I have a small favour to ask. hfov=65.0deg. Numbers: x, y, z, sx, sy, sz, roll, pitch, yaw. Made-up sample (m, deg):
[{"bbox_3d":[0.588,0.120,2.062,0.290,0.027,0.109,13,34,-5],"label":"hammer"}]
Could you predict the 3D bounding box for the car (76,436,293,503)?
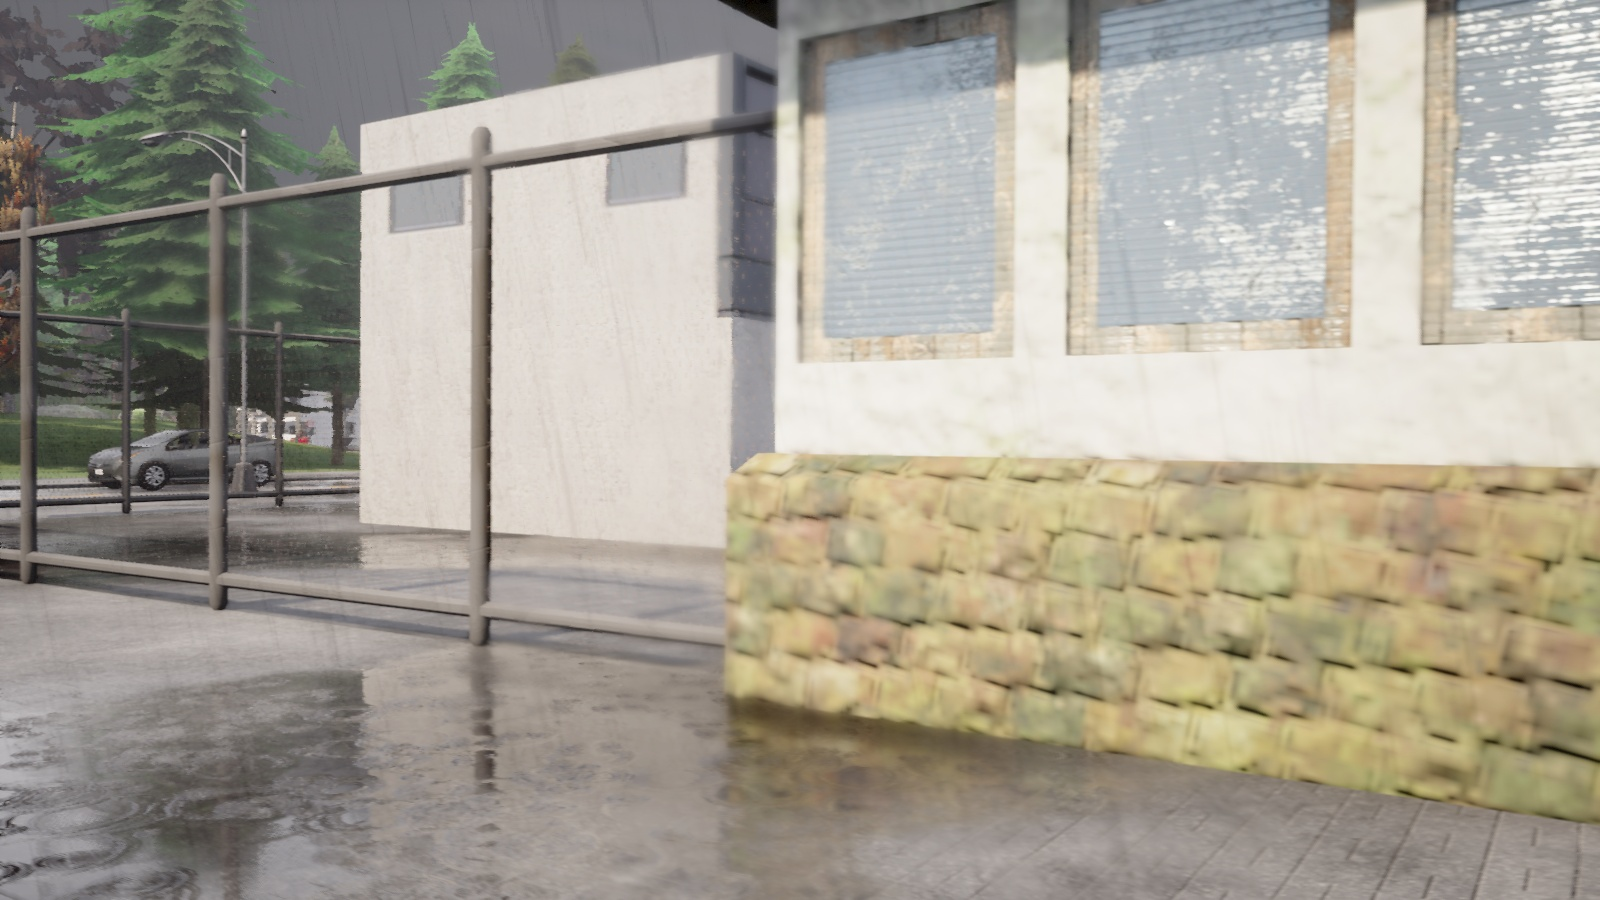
[{"bbox_3d":[-15.427,0.442,31.709,2.007,1.525,4.514,0,1,32],"label":"car"}]
